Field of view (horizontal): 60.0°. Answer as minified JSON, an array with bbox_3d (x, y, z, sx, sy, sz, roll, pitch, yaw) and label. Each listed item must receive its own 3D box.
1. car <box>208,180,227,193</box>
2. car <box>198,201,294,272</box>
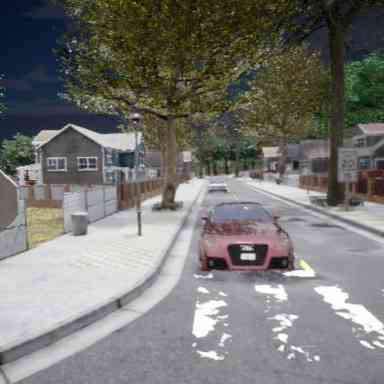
[{"bbox_3d":[2.608,-0.607,34.414,1.895,1.301,4.718,-1,4,3],"label":"car"},{"bbox_3d":[1.194,0.951,8.465,1.994,1.385,4.181,-1,3,3],"label":"car"}]
